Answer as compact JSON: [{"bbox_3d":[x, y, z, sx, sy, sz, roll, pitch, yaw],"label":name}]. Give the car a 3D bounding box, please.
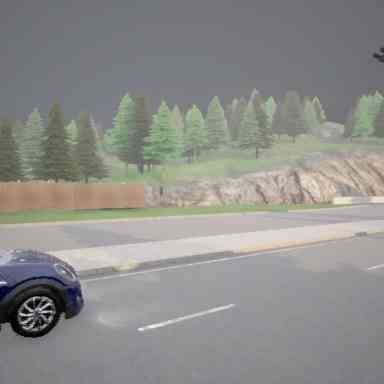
[{"bbox_3d":[-4.110,1.352,5.114,4.553,1.767,2.097,0,0,-35],"label":"car"}]
